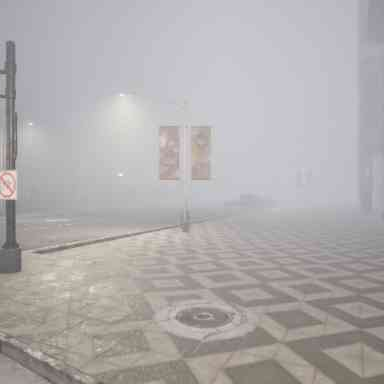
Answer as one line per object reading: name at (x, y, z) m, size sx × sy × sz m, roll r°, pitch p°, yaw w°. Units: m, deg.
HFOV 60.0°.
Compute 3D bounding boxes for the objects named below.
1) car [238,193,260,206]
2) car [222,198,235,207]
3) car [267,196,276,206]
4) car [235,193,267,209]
car at (9.762, 1.183, 56.630) m, size 2.150 × 2.045 × 5.566 m, roll 0°, pitch 0°, yaw 26°
car at (6.106, 1.570, 49.063) m, size 1.895 × 1.301 × 4.718 m, roll 0°, pitch 0°, yaw 27°
car at (12.671, 1.449, 55.178) m, size 2.128 × 1.511 × 4.902 m, roll 0°, pitch 0°, yaw 26°
car at (8.159, 1.189, 45.846) m, size 2.150 × 2.045 × 5.566 m, roll 0°, pitch 0°, yaw 26°
